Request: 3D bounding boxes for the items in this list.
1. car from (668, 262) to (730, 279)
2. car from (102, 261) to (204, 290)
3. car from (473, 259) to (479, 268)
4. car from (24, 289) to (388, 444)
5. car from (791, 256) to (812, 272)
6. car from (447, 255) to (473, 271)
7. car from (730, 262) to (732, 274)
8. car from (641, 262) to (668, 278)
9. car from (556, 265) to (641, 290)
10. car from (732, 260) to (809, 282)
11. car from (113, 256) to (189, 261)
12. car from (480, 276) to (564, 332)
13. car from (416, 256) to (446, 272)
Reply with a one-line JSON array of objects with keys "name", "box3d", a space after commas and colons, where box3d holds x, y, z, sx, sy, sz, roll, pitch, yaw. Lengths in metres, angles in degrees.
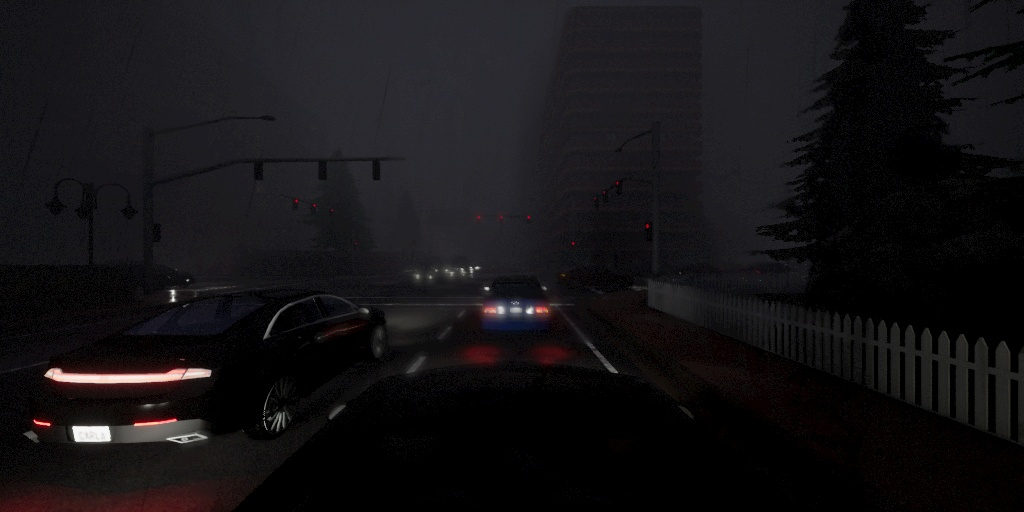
[{"name": "car", "box3d": [15.888, 1.259, 30.549, 4.181, 1.385, 1.994, 0, 0, -20]}, {"name": "car", "box3d": [-21.715, 1.199, 21.297, 4.892, 1.490, 1.837, 0, 0, 0]}, {"name": "car", "box3d": [-7.026, 1.255, 58.914, 1.837, 1.490, 4.892, 0, 0, 0]}, {"name": "car", "box3d": [-3.427, 1.242, 5.359, 2.128, 1.511, 4.902, 0, 0, 0]}, {"name": "car", "box3d": [32.357, 0.916, 40.552, 2.150, 2.045, 5.566, 0, 0, 43]}, {"name": "car", "box3d": [-7.059, 0.971, 49.103, 2.150, 2.045, 5.566, 0, 0, 0]}, {"name": "car", "box3d": [22.055, 1.295, 36.938, 4.718, 1.301, 1.895, 0, 0, -30]}, {"name": "car", "box3d": [13.154, 1.242, 33.374, 5.357, 1.411, 2.033, 0, 0, -13]}, {"name": "car", "box3d": [4.934, 1.235, 21.582, 4.674, 1.442, 1.812, -1, 0, -2]}, {"name": "car", "box3d": [20.197, 1.242, 27.992, 5.357, 1.411, 2.033, 0, 0, -22]}, {"name": "car", "box3d": [-25.722, 1.047, 24.773, 4.553, 1.767, 2.097, 0, 0, 0]}, {"name": "car", "box3d": [0.122, 1.297, 10.772, 2.033, 1.411, 5.357, 0, 0, 1]}, {"name": "car", "box3d": [-10.530, 0.971, 45.944, 2.150, 2.045, 5.566, 0, 0, 2]}]
